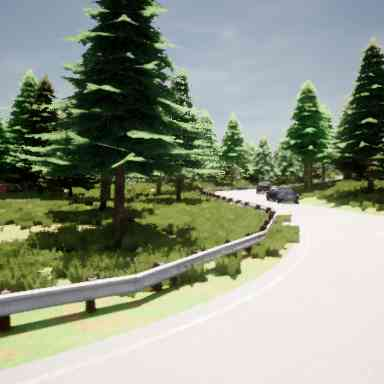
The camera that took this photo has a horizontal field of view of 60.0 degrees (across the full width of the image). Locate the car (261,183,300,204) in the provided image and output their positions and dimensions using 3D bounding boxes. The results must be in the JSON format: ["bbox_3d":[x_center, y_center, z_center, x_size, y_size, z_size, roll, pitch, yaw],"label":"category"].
[{"bbox_3d":[8.372,0.227,31.047,1.994,1.385,4.181,2,4,-7],"label":"car"}]

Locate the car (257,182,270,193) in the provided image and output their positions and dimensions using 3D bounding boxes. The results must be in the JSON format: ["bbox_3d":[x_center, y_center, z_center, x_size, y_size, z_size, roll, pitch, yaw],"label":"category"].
[{"bbox_3d":[9.691,-0.613,44.121,1.837,1.490,4.892,1,4,18],"label":"car"}]
